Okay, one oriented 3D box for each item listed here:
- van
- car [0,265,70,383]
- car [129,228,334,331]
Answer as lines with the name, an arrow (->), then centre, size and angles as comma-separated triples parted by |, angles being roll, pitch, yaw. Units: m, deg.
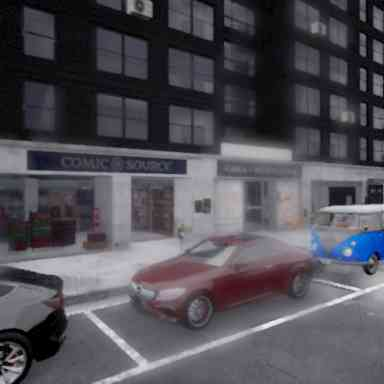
van -> 5.209, 1.274, 9.897 | 3.998, 1.788, 1.690 | 0, 0, -35
car -> -3.606, 1.572, 3.617 | 4.313, 1.339, 1.947 | 0, 0, -35
car -> 0.802, 1.552, 6.757 | 4.206, 1.307, 1.802 | 0, 0, -35
